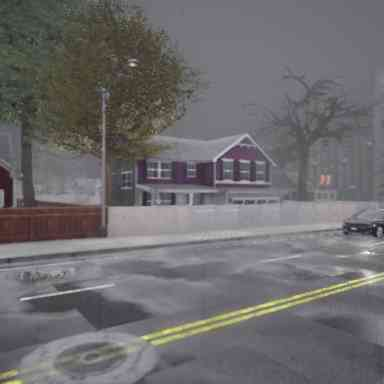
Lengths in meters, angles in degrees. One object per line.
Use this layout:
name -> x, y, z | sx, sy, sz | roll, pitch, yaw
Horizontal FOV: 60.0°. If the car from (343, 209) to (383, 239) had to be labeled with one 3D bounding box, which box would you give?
car -> 10.705, 1.723, 19.247 | 5.008, 1.535, 1.882 | 1, -1, -35
